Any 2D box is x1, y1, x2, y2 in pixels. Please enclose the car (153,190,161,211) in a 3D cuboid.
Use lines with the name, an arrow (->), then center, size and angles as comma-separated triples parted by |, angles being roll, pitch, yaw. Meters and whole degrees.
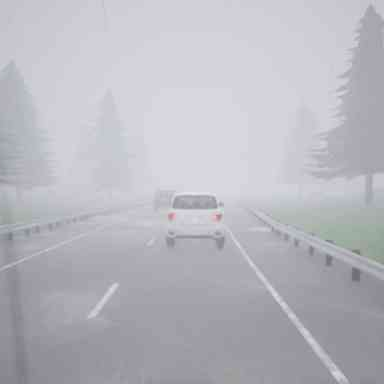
car -> -2.307, 0.777, 32.679 | 2.150, 2.045, 5.566 | 0, 1, 5

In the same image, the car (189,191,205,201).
car -> 0.907, 0.700, 56.935 | 1.882, 1.535, 5.008 | 0, 1, 10

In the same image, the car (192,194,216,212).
car -> 1.294, 1.034, 33.576 | 2.128, 1.511, 4.902 | 0, 1, 6

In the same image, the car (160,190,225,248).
car -> 0.189, 1.023, 13.974 | 2.150, 2.045, 5.566 | 0, 0, 2
